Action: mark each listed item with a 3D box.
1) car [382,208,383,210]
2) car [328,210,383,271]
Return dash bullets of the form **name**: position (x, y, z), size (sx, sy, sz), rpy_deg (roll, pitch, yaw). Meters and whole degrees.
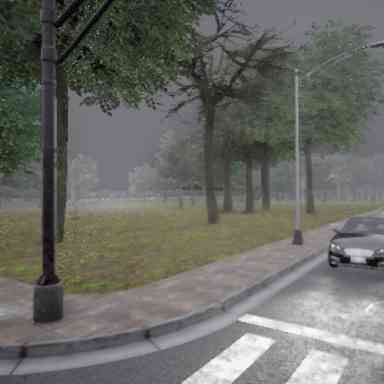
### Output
- **car**: position (11.262, 1.582, 18.452), size (1.812, 1.442, 4.674), rpy_deg (-1, 0, 36)
- **car**: position (5.917, 1.562, 11.006), size (2.128, 1.511, 4.902), rpy_deg (-1, 0, 36)
